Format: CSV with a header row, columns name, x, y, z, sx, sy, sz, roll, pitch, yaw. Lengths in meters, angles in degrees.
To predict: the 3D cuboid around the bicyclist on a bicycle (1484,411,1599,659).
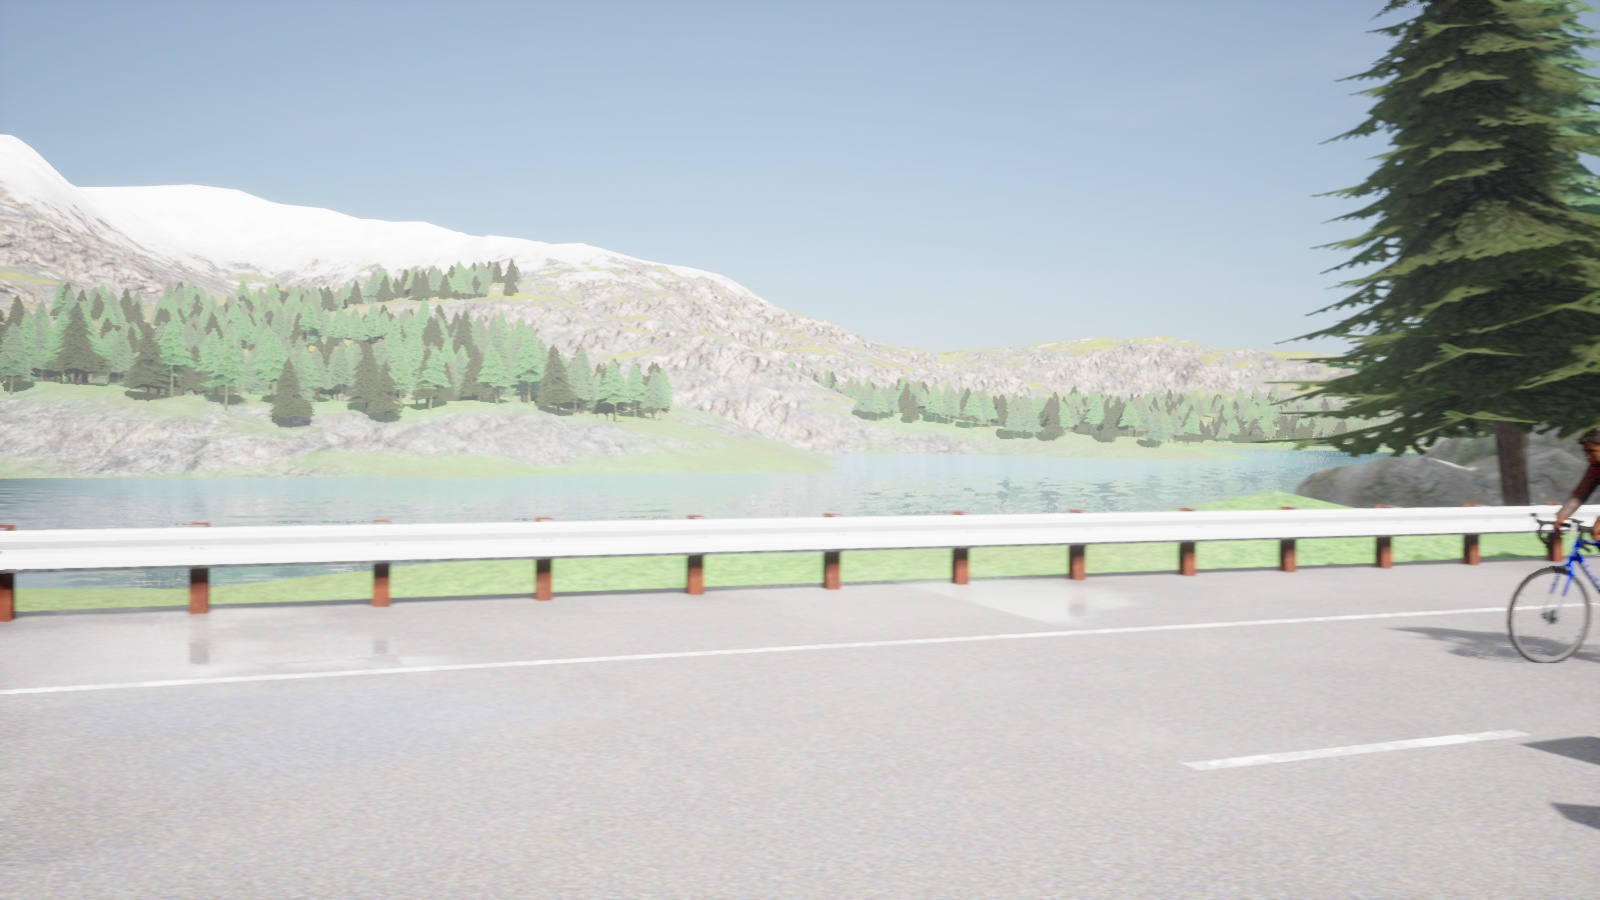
name,x,y,z,sx,sy,sz,roll,pitch,yaw
bicyclist on a bicycle,5.688,0.547,8.698,1.656,1.620,0.582,-1,3,-10
